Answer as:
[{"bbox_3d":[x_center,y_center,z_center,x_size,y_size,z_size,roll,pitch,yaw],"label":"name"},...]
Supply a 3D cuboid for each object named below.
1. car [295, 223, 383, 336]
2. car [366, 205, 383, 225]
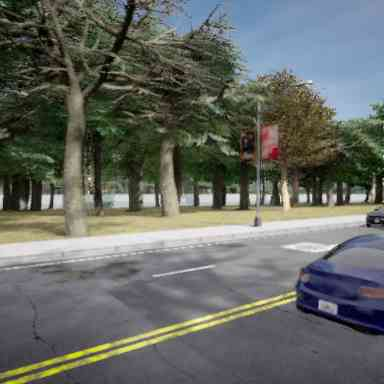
[{"bbox_3d":[3.856,1.509,6.198,4.674,1.442,1.812,0,0,-36],"label":"car"},{"bbox_3d":[12.863,1.436,20.914,5.008,1.535,1.882,0,0,-36],"label":"car"}]
